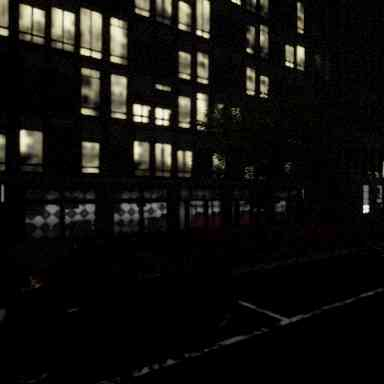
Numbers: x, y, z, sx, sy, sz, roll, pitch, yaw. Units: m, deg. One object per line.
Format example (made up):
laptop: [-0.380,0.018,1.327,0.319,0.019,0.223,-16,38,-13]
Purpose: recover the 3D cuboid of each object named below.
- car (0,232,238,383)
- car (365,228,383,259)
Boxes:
car: [-1.282,1.450,5.186,4.097,1.590,1.967,0,0,-35]
car: [7.768,1.623,11.639,4.403,1.369,2.008,0,0,-35]
